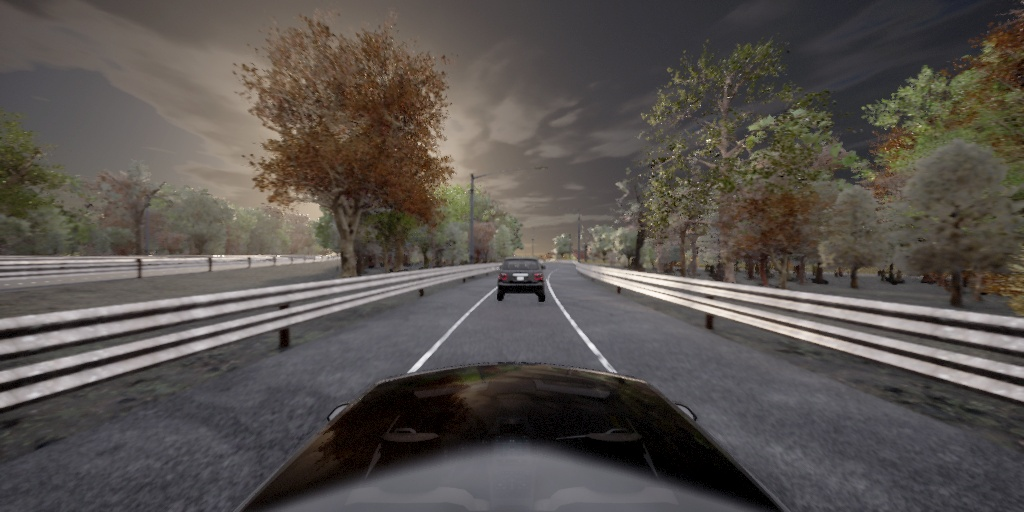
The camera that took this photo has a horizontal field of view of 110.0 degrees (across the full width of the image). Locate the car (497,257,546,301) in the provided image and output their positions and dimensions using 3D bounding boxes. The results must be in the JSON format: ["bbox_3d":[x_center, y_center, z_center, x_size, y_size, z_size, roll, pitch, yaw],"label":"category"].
[{"bbox_3d":[0.523,1.071,18.221,2.150,2.045,5.566,0,0,3],"label":"car"}]
